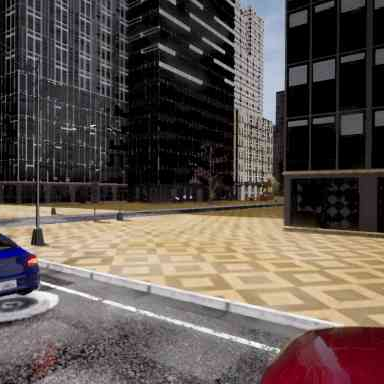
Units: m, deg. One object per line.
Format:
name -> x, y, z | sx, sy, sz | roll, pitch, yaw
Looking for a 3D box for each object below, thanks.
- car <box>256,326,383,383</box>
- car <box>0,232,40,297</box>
car -> 2.405, 1.564, 1.961 | 4.181, 1.385, 1.994 | 0, 0, 35
car -> -5.196, 1.523, 7.390 | 4.674, 1.442, 1.812 | 0, 0, 36
